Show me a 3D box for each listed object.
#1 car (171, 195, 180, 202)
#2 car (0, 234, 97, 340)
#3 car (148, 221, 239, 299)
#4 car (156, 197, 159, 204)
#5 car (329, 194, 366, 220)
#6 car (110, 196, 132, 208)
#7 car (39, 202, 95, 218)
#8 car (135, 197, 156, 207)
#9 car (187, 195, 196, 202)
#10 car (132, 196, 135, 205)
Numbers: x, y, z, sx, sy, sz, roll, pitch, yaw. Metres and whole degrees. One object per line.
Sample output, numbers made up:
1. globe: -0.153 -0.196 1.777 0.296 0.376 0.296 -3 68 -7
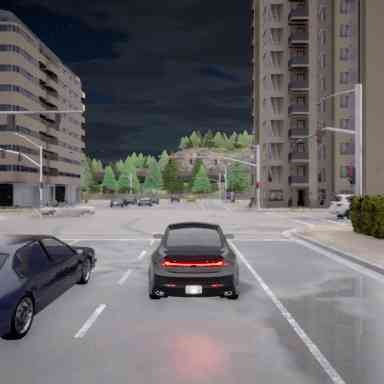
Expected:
1. car: -3.683 1.500 73.801 1.837 1.490 4.892 0 0 0
2. car: -3.466 1.547 6.468 2.033 1.411 5.357 0 0 0
3. car: 0.042 1.505 8.400 1.837 1.490 4.892 0 0 0
4. car: -7.222 1.564 61.844 1.994 1.385 4.181 0 0 0
5. car: 14.222 1.221 27.371 5.566 2.045 2.150 0 0 0
6. car: -10.719 1.491 48.963 2.128 1.511 4.902 0 0 0
7. car: -11.303 1.601 30.291 4.718 1.301 1.895 0 0 -26
8. car: -7.223 1.526 51.931 1.812 1.442 4.674 0 0 -1
9. car: -0.183 1.478 73.808 1.882 1.535 5.008 0 0 0
10. car: -10.720 1.505 58.236 1.837 1.490 4.892 0 0 0
